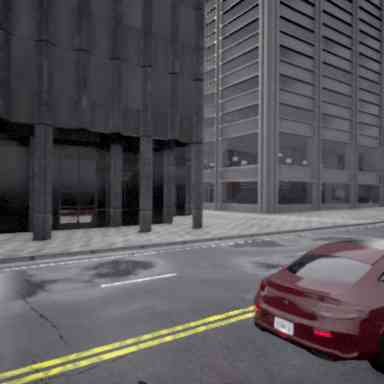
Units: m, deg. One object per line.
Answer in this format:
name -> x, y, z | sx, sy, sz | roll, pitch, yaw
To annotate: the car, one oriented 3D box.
car -> 3.062, 1.531, 5.523 | 4.674, 1.442, 1.812 | 0, 0, -34
